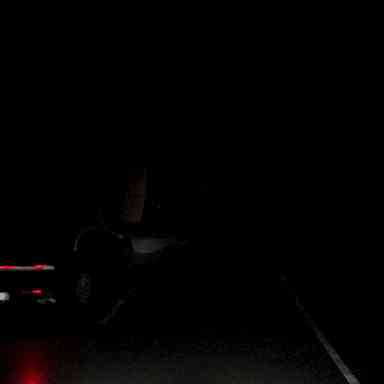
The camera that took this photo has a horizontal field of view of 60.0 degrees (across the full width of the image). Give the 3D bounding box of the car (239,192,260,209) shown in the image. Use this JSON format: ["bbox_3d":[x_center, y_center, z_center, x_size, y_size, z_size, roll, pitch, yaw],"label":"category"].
[{"bbox_3d":[6.885,0.976,39.952,2.150,2.045,5.566,0,1,12],"label":"car"}]

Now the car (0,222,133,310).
[{"bbox_3d":[-2.782,1.430,7.710,2.128,1.511,4.902,0,0,6],"label":"car"}]

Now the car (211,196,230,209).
[{"bbox_3d":[3.564,1.212,41.178,1.882,1.535,5.008,0,0,12],"label":"car"}]

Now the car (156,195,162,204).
[{"bbox_3d":[-5.551,1.156,49.821,1.837,1.490,4.892,0,0,12],"label":"car"}]
